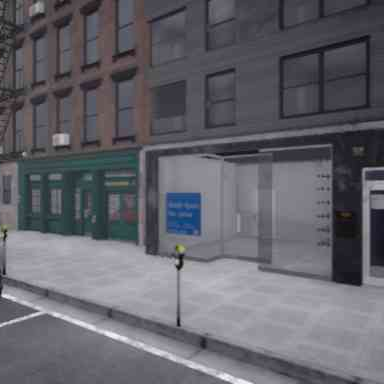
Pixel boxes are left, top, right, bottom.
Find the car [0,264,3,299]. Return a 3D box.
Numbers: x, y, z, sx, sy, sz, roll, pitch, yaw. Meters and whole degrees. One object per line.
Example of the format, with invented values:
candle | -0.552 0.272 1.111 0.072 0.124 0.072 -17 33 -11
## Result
car | -5.747 1.441 6.905 4.097 1.590 1.967 0 0 35
